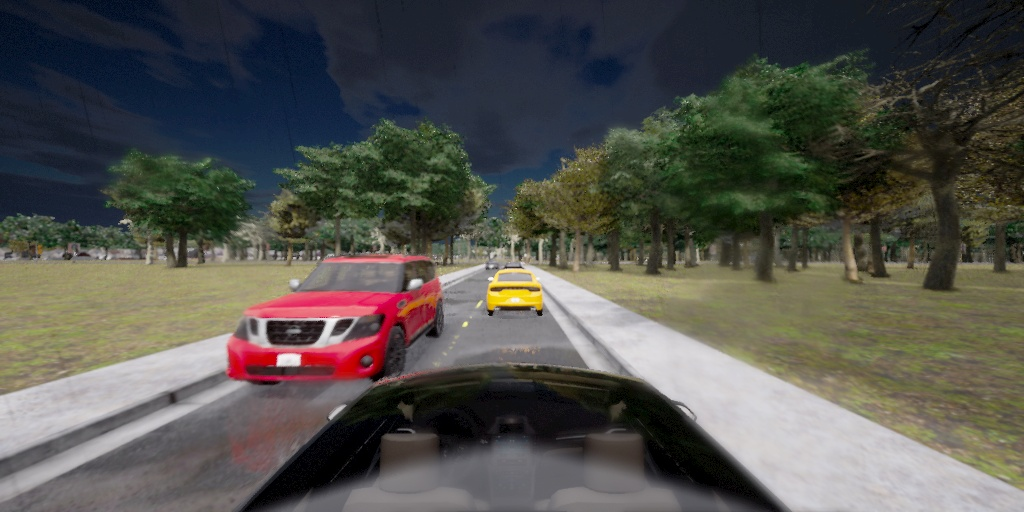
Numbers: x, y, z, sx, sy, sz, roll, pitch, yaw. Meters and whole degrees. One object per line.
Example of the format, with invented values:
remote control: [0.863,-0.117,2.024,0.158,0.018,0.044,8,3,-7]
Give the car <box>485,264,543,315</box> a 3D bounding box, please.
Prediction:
car: [0.105,1.247,13.802,1.882,1.535,5.008,0,0,0]

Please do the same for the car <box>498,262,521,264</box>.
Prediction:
car: [0.112,1.290,31.429,2.128,1.511,4.902,0,0,0]

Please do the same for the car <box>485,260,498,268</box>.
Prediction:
car: [-2.805,1.326,51.365,2.128,1.511,4.902,0,0,0]

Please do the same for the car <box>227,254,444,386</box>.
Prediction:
car: [-2.848,0.981,7.340,2.150,2.045,5.566,0,0,0]
